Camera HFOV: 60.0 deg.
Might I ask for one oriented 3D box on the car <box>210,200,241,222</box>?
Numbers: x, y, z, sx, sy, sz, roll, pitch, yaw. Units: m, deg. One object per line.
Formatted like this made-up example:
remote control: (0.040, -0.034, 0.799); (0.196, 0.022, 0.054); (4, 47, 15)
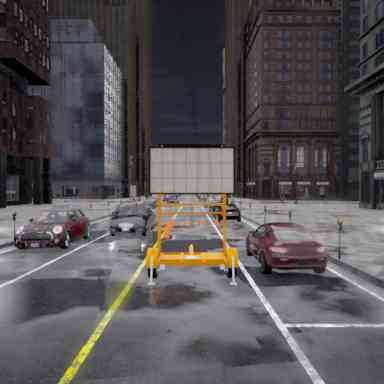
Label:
car: (2.722, 1.553, 25.872); (1.947, 1.339, 4.313); (-1, 0, 0)

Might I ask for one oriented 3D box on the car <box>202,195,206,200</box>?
car: (2.697, 1.482, 46.853); (1.752, 1.417, 4.829); (-1, 0, 0)

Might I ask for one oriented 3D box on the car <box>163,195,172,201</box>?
car: (-5.864, 1.453, 78.848); (1.802, 1.307, 4.206); (-1, 0, 0)

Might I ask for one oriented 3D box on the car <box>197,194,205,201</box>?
car: (2.660, 1.396, 79.037); (1.752, 1.417, 4.829); (-1, 0, 0)

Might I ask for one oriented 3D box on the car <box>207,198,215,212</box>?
car: (2.716, 1.547, 31.076); (1.947, 1.339, 4.313); (-1, 0, 0)

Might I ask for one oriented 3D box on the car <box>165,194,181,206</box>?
car: (-3.063, 1.508, 52.986); (1.994, 1.385, 4.181); (0, 0, 0)

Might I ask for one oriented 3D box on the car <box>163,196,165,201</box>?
car: (-5.834, 1.512, 51.878); (1.947, 1.339, 4.313); (-1, 0, 0)

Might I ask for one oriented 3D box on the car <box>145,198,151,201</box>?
car: (-5.815, 1.558, 35.743); (1.802, 1.307, 4.206); (-1, 0, 0)

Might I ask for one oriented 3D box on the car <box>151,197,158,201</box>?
car: (-5.828, 1.509, 46.499); (2.008, 1.369, 4.403); (-1, 0, 0)

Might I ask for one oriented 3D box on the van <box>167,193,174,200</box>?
van: (-5.880, 1.170, 90.208); (1.690, 1.788, 3.998); (-1, 0, 0)

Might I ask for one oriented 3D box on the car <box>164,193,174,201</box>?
car: (-5.874, 1.166, 84.528); (2.192, 1.841, 5.009); (-1, 0, 0)

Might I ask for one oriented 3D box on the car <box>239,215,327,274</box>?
car: (2.740, 1.578, 10.264); (1.802, 1.307, 4.206); (-1, 0, 0)

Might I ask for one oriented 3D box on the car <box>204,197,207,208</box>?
car: (2.709, 1.526, 36.278); (2.008, 1.369, 4.403); (-1, 0, 0)

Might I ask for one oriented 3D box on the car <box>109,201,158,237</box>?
car: (-3.122, 1.484, 18.111); (2.128, 1.511, 4.902); (0, 0, 0)

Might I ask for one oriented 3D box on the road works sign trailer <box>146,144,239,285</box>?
road works sign trailer: (-0.001, 0.461, 9.446); (2.380, 3.560, 2.880); (0, 0, -1)

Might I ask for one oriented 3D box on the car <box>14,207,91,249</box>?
car: (-5.792, 1.434, 14.231); (1.967, 1.590, 4.097); (-1, 0, 0)
